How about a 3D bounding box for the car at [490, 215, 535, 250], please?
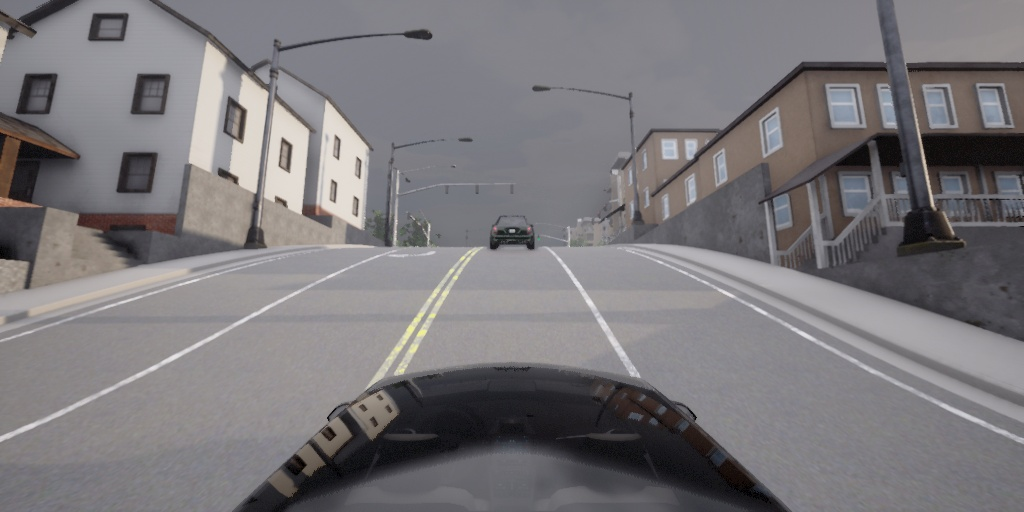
[{"bbox_3d":[0.029,-1.268,18.480,2.097,1.767,4.553,0,4,1],"label":"car"}]
